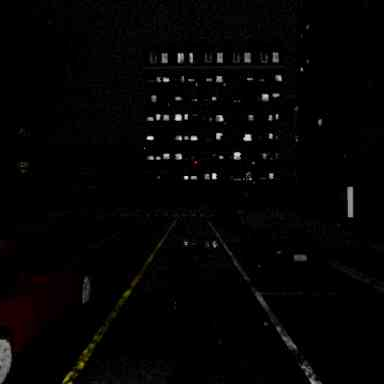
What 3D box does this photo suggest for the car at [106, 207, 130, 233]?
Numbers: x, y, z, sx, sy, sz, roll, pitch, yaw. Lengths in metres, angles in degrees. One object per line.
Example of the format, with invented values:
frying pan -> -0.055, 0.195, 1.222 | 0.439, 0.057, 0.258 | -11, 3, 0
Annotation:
car -> -5.648, 1.842, 21.682 | 2.008, 1.369, 4.403 | 1, -1, 0

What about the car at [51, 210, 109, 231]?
car -> -5.647, 1.781, 15.995 | 1.947, 1.339, 4.313 | 1, -1, 0

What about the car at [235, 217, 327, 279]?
car -> 2.701, 1.707, 10.369 | 1.947, 1.339, 4.313 | 1, -1, 0

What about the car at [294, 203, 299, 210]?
car -> 16.748, 1.877, 46.032 | 5.008, 1.535, 1.882 | 0, -2, 1

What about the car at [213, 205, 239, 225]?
car -> 2.746, 1.811, 27.427 | 1.967, 1.590, 4.097 | 1, -1, 0

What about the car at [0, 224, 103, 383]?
car -> -3.101, 1.550, 5.364 | 1.882, 1.535, 5.008 | 0, -1, 0

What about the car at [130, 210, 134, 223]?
car -> -5.820, 1.891, 27.199 | 1.752, 1.417, 4.829 | 1, -1, 0
